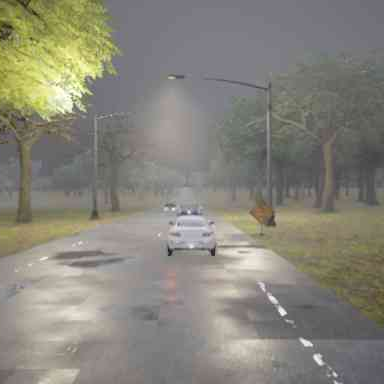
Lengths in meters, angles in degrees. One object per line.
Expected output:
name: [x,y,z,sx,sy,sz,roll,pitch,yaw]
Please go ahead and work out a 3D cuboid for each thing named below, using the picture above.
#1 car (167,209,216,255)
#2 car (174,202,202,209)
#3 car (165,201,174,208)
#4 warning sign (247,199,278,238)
car: [-0.025,1.672,13.925,1.812,1.442,4.674,0,0,0]
car: [-0.225,1.686,28.447,2.097,1.767,4.553,0,-1,0]
car: [-4.265,2.410,64.902,1.895,1.301,4.718,0,-1,0]
warning sign: [3.491,1.294,16.619,1.300,1.860,1.060,1,0,-1]
